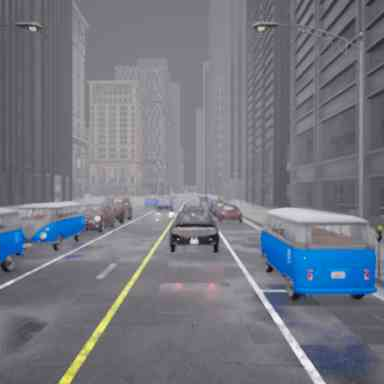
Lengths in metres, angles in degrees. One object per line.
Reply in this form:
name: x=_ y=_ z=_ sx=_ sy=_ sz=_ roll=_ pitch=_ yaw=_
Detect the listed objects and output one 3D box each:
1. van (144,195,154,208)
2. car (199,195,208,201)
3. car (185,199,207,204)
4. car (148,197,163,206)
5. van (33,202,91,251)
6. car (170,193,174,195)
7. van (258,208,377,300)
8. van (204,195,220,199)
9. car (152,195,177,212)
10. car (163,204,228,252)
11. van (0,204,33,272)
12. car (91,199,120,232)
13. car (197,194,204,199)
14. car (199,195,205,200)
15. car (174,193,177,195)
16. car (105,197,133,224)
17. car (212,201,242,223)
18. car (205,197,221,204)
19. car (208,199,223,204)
van: x=-5.757 y=1.306 z=47.613 sx=1.690 sy=1.788 sz=3.998 roll=0 pitch=0 yaw=0
car: x=2.776 y=1.497 z=81.458 sx=1.947 sy=1.339 sz=4.313 roll=0 pitch=0 yaw=0
car: x=0.099 y=1.579 z=30.654 sx=1.895 sy=1.301 sz=4.718 roll=0 pitch=0 yaw=0
car: x=-5.755 y=1.505 z=53.254 sx=1.887 sy=1.381 sz=4.507 roll=0 pitch=0 yaw=0
van: x=-5.764 y=1.332 z=13.767 sx=1.690 sy=1.788 sz=3.998 roll=0 pitch=0 yaw=0
car: x=-5.751 y=1.379 z=75.817 sx=1.967 sy=1.590 sz=4.097 roll=0 pitch=0 yaw=0
van: x=2.760 y=1.335 z=8.129 sx=1.690 sy=1.788 sz=3.998 roll=0 pitch=0 yaw=0
van: x=2.767 y=1.310 z=41.973 sx=1.690 sy=1.788 sz=3.998 roll=0 pitch=0 yaw=0
car: x=-3.088 y=1.450 z=38.574 sx=1.882 sy=1.535 sz=5.008 roll=0 pitch=0 yaw=0
car: x=0.088 y=1.483 z=13.845 sx=2.128 sy=1.511 sz=4.902 roll=0 pitch=0 yaw=0
van: x=-5.765 y=1.336 z=8.126 sx=1.690 sy=1.788 sz=3.998 roll=0 pitch=0 yaw=0
car: x=-5.763 y=1.427 z=19.408 sx=1.967 sy=1.590 sz=4.097 roll=0 pitch=0 yaw=0
car: x=2.368 y=1.453 z=66.272 sx=1.837 sy=1.490 sz=4.892 roll=0 pitch=0 yaw=0
car: x=2.778 y=1.441 z=92.910 sx=1.752 sy=1.417 sz=4.829 roll=0 pitch=0 yaw=0
car: x=-5.748 y=1.491 z=87.100 sx=1.947 sy=1.339 sz=4.313 roll=0 pitch=0 yaw=0
car: x=-5.762 y=1.298 z=25.049 sx=2.192 sy=1.841 sz=5.009 roll=0 pitch=0 yaw=0
car: x=2.764 y=1.564 z=25.052 sx=1.802 sy=1.307 sz=4.206 roll=0 pitch=0 yaw=0
car: x=2.766 y=1.539 z=36.333 sx=1.947 sy=1.339 sz=4.313 roll=0 pitch=0 yaw=0
car: x=2.766 y=1.560 z=30.692 sx=1.802 sy=1.307 sz=4.206 roll=0 pitch=0 yaw=0
